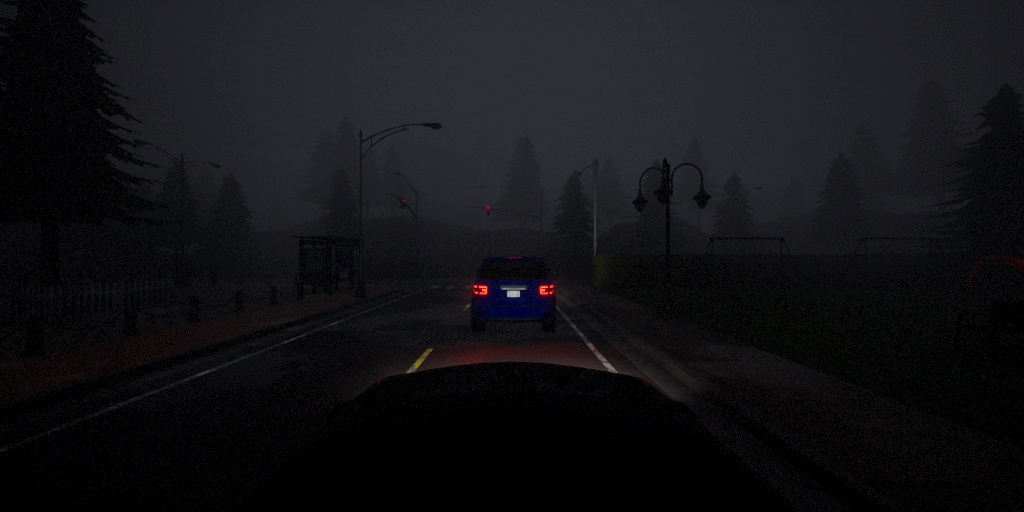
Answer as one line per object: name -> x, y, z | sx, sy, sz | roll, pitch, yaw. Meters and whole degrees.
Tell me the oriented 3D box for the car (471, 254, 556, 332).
car -> 0.057, 0.970, 10.981 | 2.150, 2.045, 5.566 | 0, 0, 0
